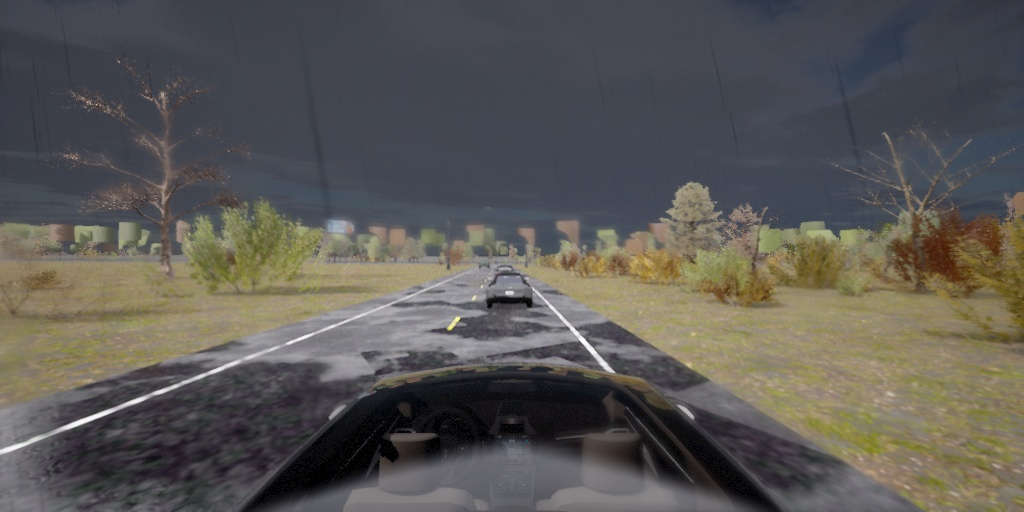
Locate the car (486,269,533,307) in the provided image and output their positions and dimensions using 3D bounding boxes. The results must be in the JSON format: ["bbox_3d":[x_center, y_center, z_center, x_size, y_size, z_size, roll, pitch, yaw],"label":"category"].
[{"bbox_3d":[-0.132,1.445,16.218,1.994,1.385,4.181,0,0,-1],"label":"car"}]

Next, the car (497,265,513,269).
[{"bbox_3d":[-0.600,1.532,31.321,1.812,1.442,4.674,0,0,-2],"label":"car"}]
